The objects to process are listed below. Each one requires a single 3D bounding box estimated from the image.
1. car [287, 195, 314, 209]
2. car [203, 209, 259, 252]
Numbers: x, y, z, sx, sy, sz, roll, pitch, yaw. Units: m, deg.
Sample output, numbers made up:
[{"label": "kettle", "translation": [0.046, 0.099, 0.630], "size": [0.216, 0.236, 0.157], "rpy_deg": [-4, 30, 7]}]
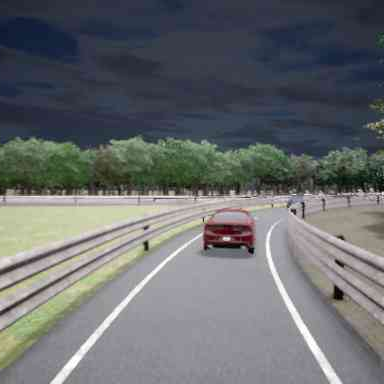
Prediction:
[{"label": "car", "translation": [12.911, 1.155, 39.280], "size": [2.097, 1.767, 4.553], "rpy_deg": [1, 1, 35]}, {"label": "car", "translation": [1.703, 1.443, 13.880], "size": [1.882, 1.535, 5.008], "rpy_deg": [0, 0, 12]}]
